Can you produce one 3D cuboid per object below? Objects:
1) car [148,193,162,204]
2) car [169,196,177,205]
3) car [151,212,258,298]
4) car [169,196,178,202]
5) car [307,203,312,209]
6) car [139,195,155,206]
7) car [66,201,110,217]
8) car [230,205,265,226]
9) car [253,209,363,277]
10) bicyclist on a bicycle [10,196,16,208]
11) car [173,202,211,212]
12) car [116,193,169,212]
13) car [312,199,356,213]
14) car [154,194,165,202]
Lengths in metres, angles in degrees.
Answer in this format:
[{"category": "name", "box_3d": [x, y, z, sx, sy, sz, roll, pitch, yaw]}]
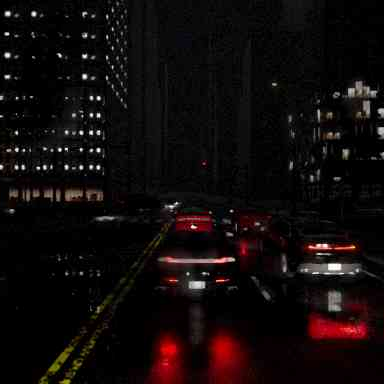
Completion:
[{"category": "car", "box_3d": [-7.329, 1.191, 65.750, 2.150, 2.045, 5.566, 0, 0, 0]}, {"category": "car", "box_3d": [-3.948, 1.543, 55.556, 1.994, 1.385, 4.181, 0, 0, -1]}, {"category": "car", "box_3d": [0.090, 1.493, 8.529, 2.128, 1.511, 4.902, 0, 0, 0]}, {"category": "car", "box_3d": [-4.227, 1.555, 75.412, 1.895, 1.301, 4.718, 0, 0, -1]}, {"category": "car", "box_3d": [16.780, 1.584, 40.964, 4.902, 1.511, 2.128, 0, -1, 1]}, {"category": "car", "box_3d": [-7.169, 1.332, 53.744, 2.097, 1.767, 4.553, 0, 0, -1]}, {"category": "car", "box_3d": [-9.601, 1.509, 30.739, 4.181, 1.385, 1.994, 2, 0, 28]}, {"category": "car", "box_3d": [3.328, 1.478, 19.428, 1.882, 1.535, 5.008, 0, 0, 0]}, {"category": "car", "box_3d": [3.339, 1.506, 10.203, 1.837, 1.490, 4.892, 0, 0, 0]}, {"category": "bicyclist on a bicycle", "box_3d": [-25.210, 1.397, 46.827, 0.582, 1.620, 1.656, 0, -1, 2]}, {"category": "car", "box_3d": [0.079, 1.478, 18.026, 1.882, 1.535, 5.008, 0, 0, 0]}, {"category": "car", "box_3d": [-5.899, 1.232, 38.295, 5.566, 2.045, 2.150, 1, 0, -32]}, {"category": "car", "box_3d": [16.294, 1.609, 37.724, 4.181, 1.385, 1.994, 0, -1, 2]}, {"category": "car", "box_3d": [-7.498, 1.313, 76.519, 2.097, 1.767, 4.553, 0, 0, -1]}]
